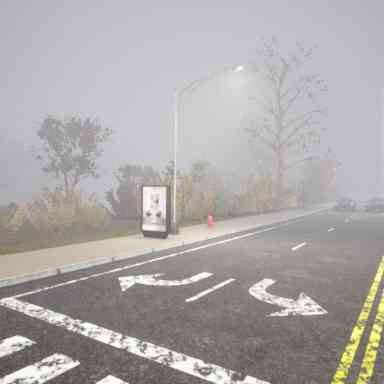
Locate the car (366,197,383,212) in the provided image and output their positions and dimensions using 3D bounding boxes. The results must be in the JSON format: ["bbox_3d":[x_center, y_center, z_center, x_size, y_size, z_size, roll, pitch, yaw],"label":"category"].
[{"bbox_3d":[21.280,1.392,38.300,2.097,1.767,4.553,0,0,30],"label":"car"}]

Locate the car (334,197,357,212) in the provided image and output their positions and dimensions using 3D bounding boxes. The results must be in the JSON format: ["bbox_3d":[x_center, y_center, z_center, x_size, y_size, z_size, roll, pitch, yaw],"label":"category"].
[{"bbox_3d":[18.466,1.389,39.926,2.097,1.767,4.553,0,0,30],"label":"car"}]
